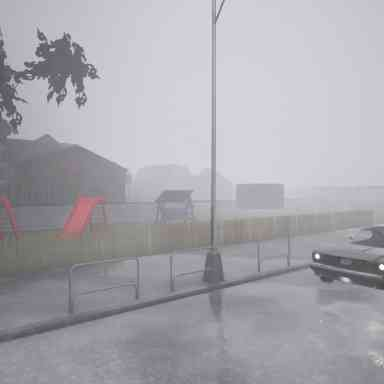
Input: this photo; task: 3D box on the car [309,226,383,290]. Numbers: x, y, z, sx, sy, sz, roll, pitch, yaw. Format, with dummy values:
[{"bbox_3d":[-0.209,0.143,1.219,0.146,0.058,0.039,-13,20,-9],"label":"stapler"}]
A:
[{"bbox_3d":[5.099,1.603,8.615,4.718,1.301,1.895,0,0,-38],"label":"car"}]
